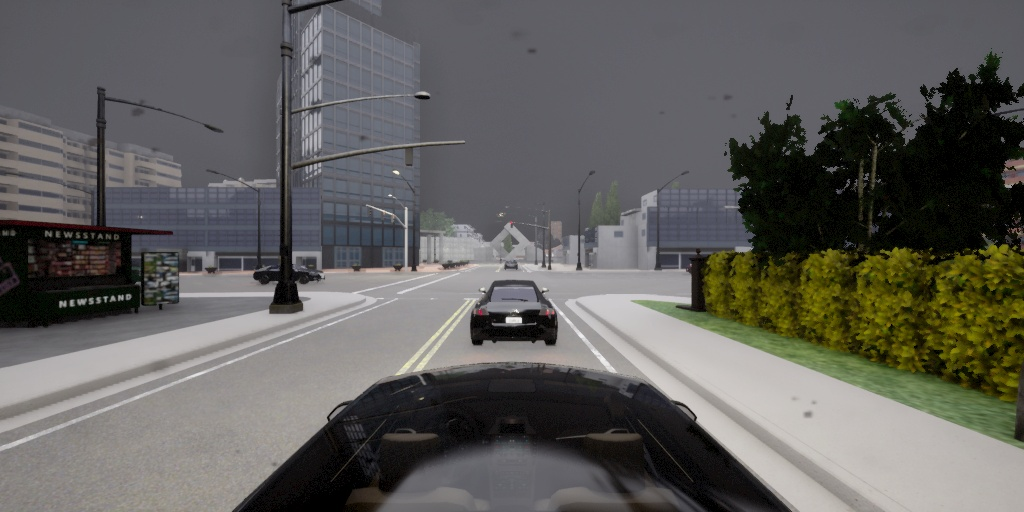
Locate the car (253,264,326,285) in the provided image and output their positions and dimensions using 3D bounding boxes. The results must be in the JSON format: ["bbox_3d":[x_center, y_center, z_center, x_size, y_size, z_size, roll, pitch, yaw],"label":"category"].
[{"bbox_3d":[-16.767,1.352,27.097,4.902,1.511,2.128,-1,0,-1],"label":"car"}]

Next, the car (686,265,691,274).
[{"bbox_3d":[21.205,1.177,38.256,5.008,1.535,1.882,0,0,-1],"label":"car"}]

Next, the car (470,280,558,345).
[{"bbox_3d":[0.046,1.314,9.512,1.994,1.385,4.181,0,0,0],"label":"car"}]

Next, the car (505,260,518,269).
[{"bbox_3d":[-0.138,1.314,55.712,1.994,1.385,4.181,0,0,0],"label":"car"}]

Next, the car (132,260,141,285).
[{"bbox_3d":[-29.615,1.241,26.937,5.566,2.045,2.150,-1,0,-1],"label":"car"}]
